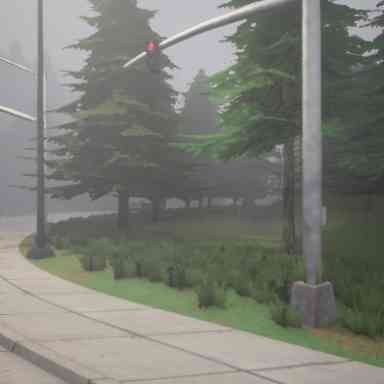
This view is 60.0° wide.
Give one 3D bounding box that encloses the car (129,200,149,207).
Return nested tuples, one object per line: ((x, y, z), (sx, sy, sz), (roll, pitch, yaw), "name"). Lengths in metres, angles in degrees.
((-5.893, 1.694, 40.982), (1.994, 1.385, 4.181), (0, 0, 34), "car")

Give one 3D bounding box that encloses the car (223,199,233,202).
((6.923, 1.639, 51.907), (4.674, 1.442, 1.812), (0, 0, -25), "car")
